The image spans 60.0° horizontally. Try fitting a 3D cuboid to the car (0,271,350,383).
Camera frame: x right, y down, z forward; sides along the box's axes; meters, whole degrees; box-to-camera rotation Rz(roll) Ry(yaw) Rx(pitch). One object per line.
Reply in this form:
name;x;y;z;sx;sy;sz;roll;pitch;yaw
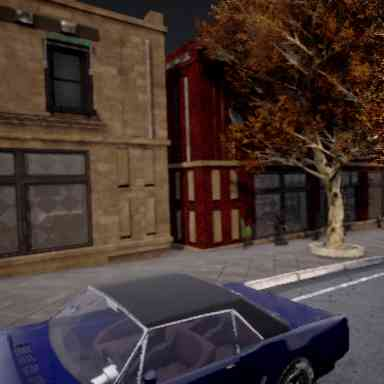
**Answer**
car;-0.623;1.599;3.152;4.718;1.301;1.895;0;0;-35
